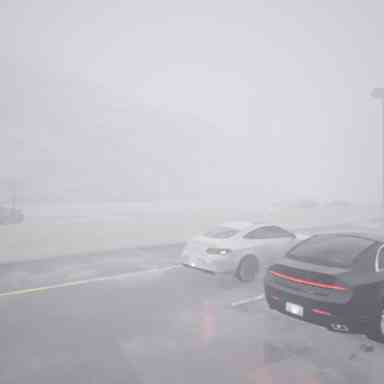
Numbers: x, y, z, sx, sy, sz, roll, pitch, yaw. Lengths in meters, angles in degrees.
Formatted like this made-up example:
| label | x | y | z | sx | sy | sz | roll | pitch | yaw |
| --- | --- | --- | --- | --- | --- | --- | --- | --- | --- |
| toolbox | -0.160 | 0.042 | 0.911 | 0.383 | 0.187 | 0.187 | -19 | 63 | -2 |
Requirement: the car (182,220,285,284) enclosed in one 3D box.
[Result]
| label | x | y | z | sx | sy | sz | roll | pitch | yaw |
| --- | --- | --- | --- | --- | --- | --- | --- | --- | --- |
| car | 1.866 | 1.540 | 9.654 | 4.674 | 1.442 | 1.812 | 0 | 0 | -38 |

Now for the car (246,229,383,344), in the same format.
| label | x | y | z | sx | sy | sz | roll | pitch | yaw |
| --- | --- | --- | --- | --- | --- | --- | --- | --- | --- |
| car | 3.475 | 1.512 | 6.480 | 4.892 | 1.490 | 1.837 | 0 | 0 | -37 |

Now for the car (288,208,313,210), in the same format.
| label | x | y | z | sx | sy | sz | roll | pitch | yaw |
| --- | --- | --- | --- | --- | --- | --- | --- | --- | --- |
| car | 12.802 | 1.542 | 38.375 | 2.128 | 1.511 | 4.902 | 0 | 0 | 44 |

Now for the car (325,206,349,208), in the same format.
| label | x | y | z | sx | sy | sz | roll | pitch | yaw |
| --- | --- | --- | --- | --- | --- | --- | --- | --- | --- |
| car | 16.140 | 1.590 | 36.743 | 2.033 | 1.411 | 5.357 | 0 | 0 | 44 |

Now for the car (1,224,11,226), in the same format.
| label | x | y | z | sx | sy | sz | roll | pitch | yaw |
| --- | --- | --- | --- | --- | --- | --- | --- | --- | --- |
| car | -13.041 | 1.541 | 20.578 | 4.902 | 1.511 | 2.128 | 0 | 0 | -36 |
